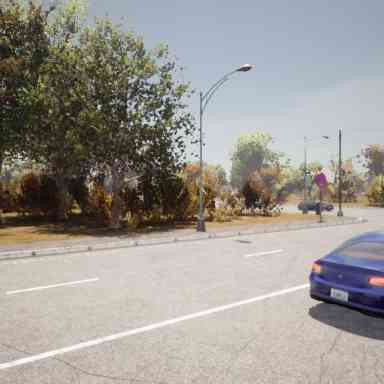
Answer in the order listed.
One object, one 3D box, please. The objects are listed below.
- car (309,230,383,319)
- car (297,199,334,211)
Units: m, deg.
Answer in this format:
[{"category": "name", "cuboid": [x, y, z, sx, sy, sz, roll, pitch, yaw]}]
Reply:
[{"category": "car", "cuboid": [4.299, 1.526, 6.821, 4.674, 1.442, 1.812, 0, 0, -36]}, {"category": "car", "cuboid": [14.628, 1.564, 39.470, 1.994, 1.385, 4.181, 0, 0, -32]}]
